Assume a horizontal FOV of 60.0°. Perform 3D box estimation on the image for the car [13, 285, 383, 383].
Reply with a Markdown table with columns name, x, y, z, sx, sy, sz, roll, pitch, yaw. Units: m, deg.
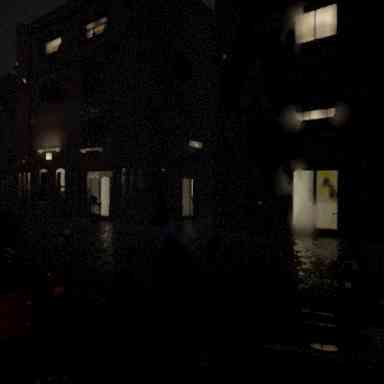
| name | x | y | z | sx | sy | sz | roll | pitch | yaw |
| --- | --- | --- | --- | --- | --- | --- | --- | --- | --- |
| car | 0.733 | 1.579 | 2.348 | 4.206 | 1.307 | 1.802 | 0 | 1 | 35 |

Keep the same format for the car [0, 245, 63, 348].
| name | x | y | z | sx | sy | sz | roll | pitch | yaw |
| --- | --- | --- | --- | --- | --- | --- | --- | --- | --- |
| car | -3.785 | 1.551 | 5.569 | 4.206 | 1.307 | 1.802 | 0 | 1 | 35 |
